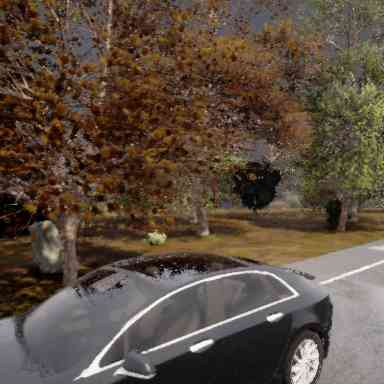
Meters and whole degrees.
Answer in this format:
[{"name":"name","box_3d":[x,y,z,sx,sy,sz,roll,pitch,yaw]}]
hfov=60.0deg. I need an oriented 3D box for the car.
[{"name":"car","box_3d":[-0.396,1.512,3.552,4.892,1.490,1.837,0,0,-37]}]
